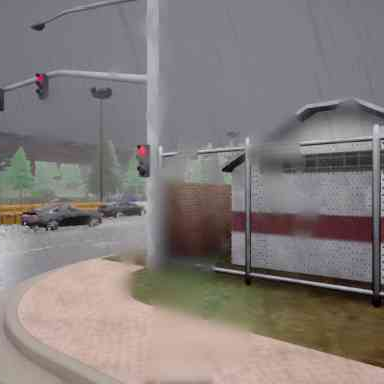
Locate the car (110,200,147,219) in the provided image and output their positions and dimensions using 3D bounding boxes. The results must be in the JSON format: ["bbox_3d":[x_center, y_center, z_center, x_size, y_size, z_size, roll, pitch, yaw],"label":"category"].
[{"bbox_3d":[-5.960,1.506,28.850,1.837,1.490,4.892,0,0,34],"label":"car"}]

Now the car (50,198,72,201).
[{"bbox_3d":[-15.848,1.505,39.603,1.837,1.490,4.892,0,0,34],"label":"car"}]

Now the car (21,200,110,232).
[{"bbox_3d":[-7.670,1.492,19.997,2.128,1.511,4.902,0,0,34],"label":"car"}]

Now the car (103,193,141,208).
[{"bbox_3d":[-10.032,1.221,48.299,2.150,2.045,5.566,0,0,33],"label":"car"}]
